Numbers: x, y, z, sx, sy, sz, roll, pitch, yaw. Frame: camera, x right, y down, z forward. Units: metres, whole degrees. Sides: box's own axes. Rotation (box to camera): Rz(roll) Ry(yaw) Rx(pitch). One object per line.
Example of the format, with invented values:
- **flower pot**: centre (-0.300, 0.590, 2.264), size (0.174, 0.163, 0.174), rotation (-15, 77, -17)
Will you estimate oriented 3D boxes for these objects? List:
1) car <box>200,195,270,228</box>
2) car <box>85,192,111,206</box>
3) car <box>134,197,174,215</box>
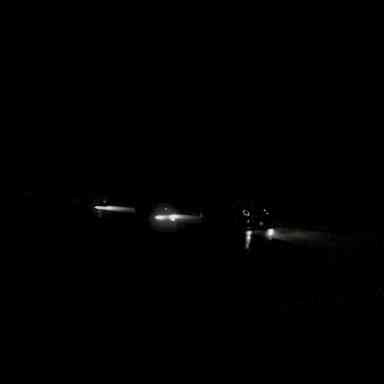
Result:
- **car**: centre (2.503, 1.101, 20.057), size (2.097, 1.767, 4.553), rotation (0, 1, -35)
- **car**: centre (-11.215, 0.805, 39.380), size (2.128, 1.511, 4.902), rotation (0, 1, -35)
- **car**: centre (-3.231, 1.132, 28.126), size (1.994, 1.385, 4.181), rotation (0, 1, -35)
